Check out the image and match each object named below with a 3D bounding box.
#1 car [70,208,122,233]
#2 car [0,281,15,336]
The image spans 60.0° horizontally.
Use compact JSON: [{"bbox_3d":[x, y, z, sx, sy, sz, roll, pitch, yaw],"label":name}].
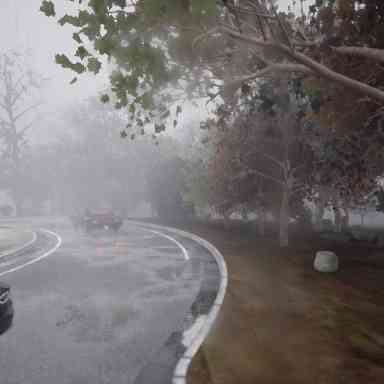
[{"bbox_3d":[-5.857,1.600,19.837,1.895,1.301,4.718,0,0,-33],"label":"car"},{"bbox_3d":[-4.428,1.478,3.317,1.882,1.535,5.008,0,0,30],"label":"car"}]
